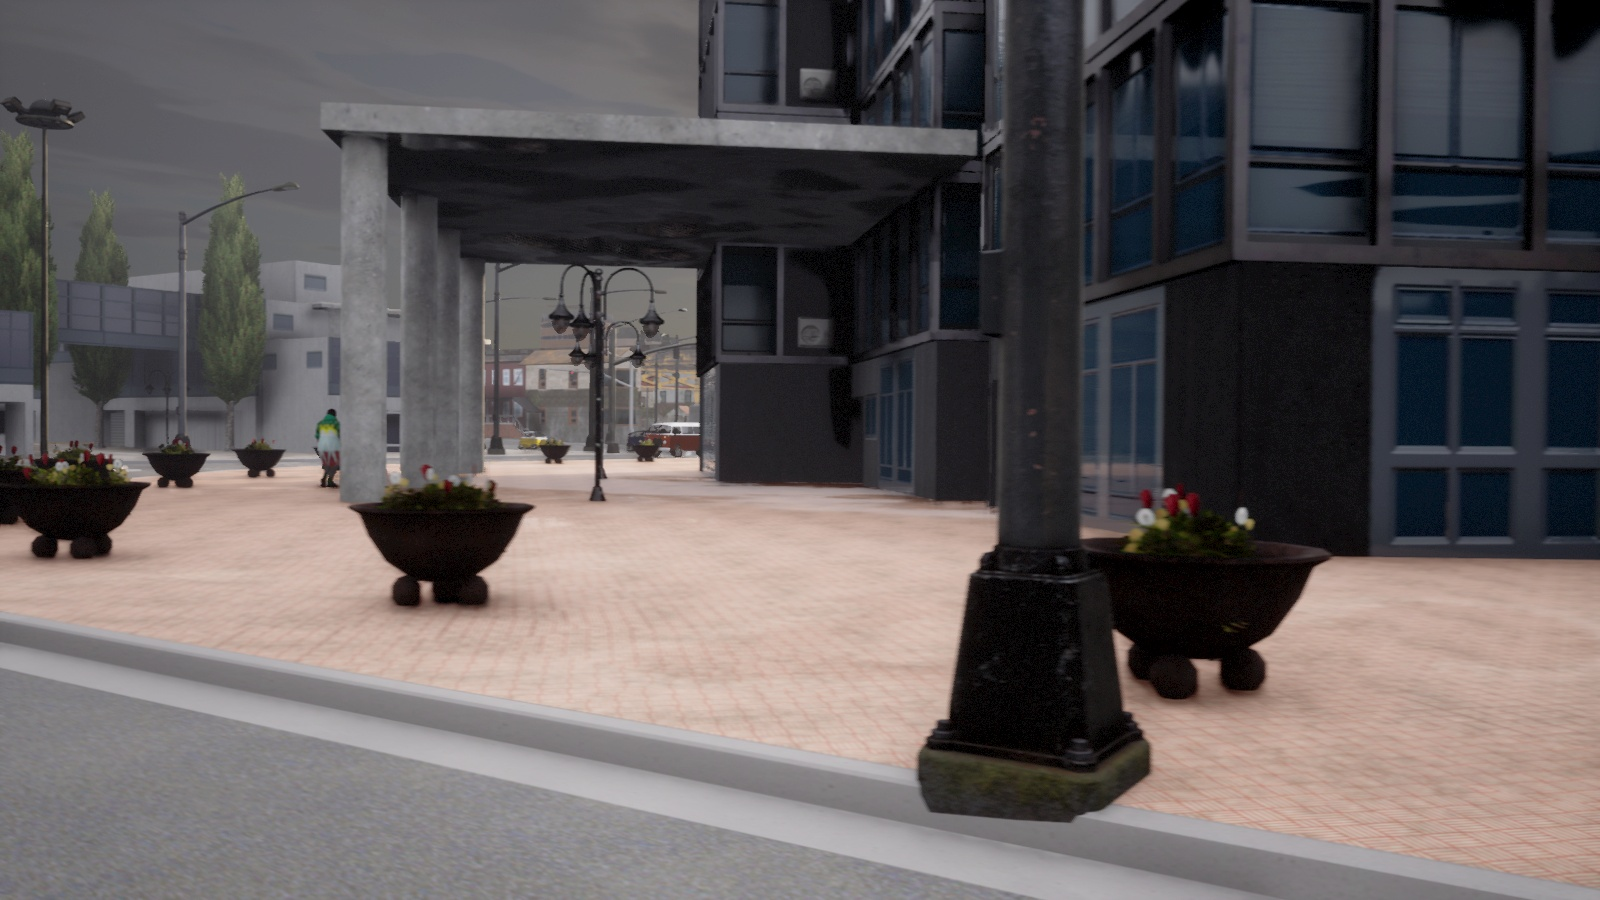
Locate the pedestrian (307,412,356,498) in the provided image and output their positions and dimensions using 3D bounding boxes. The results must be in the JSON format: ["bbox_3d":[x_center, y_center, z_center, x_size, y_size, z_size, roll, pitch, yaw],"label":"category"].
[{"bbox_3d":[-10.749,0.104,28.825,0.659,1.952,0.873,0,1,11],"label":"pedestrian"}]

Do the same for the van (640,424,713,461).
[{"bbox_3d":[-7.118,-0.466,72.661,2.069,2.038,4.480,0,1,28],"label":"van"}]

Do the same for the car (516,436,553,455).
[{"bbox_3d":[-19.359,-0.332,91.665,2.207,1.376,1.481,0,1,32],"label":"car"}]

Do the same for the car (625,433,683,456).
[{"bbox_3d":[-9.978,-0.363,85.729,3.705,1.549,1.789,0,1,34],"label":"car"}]
